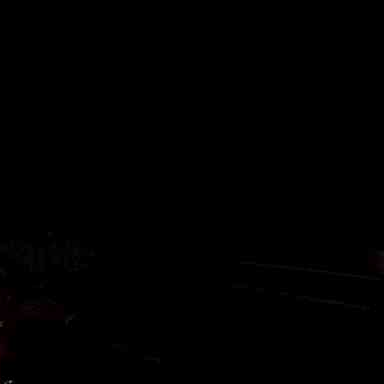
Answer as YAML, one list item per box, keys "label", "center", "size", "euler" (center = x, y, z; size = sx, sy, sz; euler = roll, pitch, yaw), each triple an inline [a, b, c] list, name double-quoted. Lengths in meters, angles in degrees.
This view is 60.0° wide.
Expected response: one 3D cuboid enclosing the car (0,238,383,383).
- label: "car"
  center: [0.418, 1.318, 2.560]
  size: [5.009, 1.841, 2.192]
  euler: [0, -1, 35]
